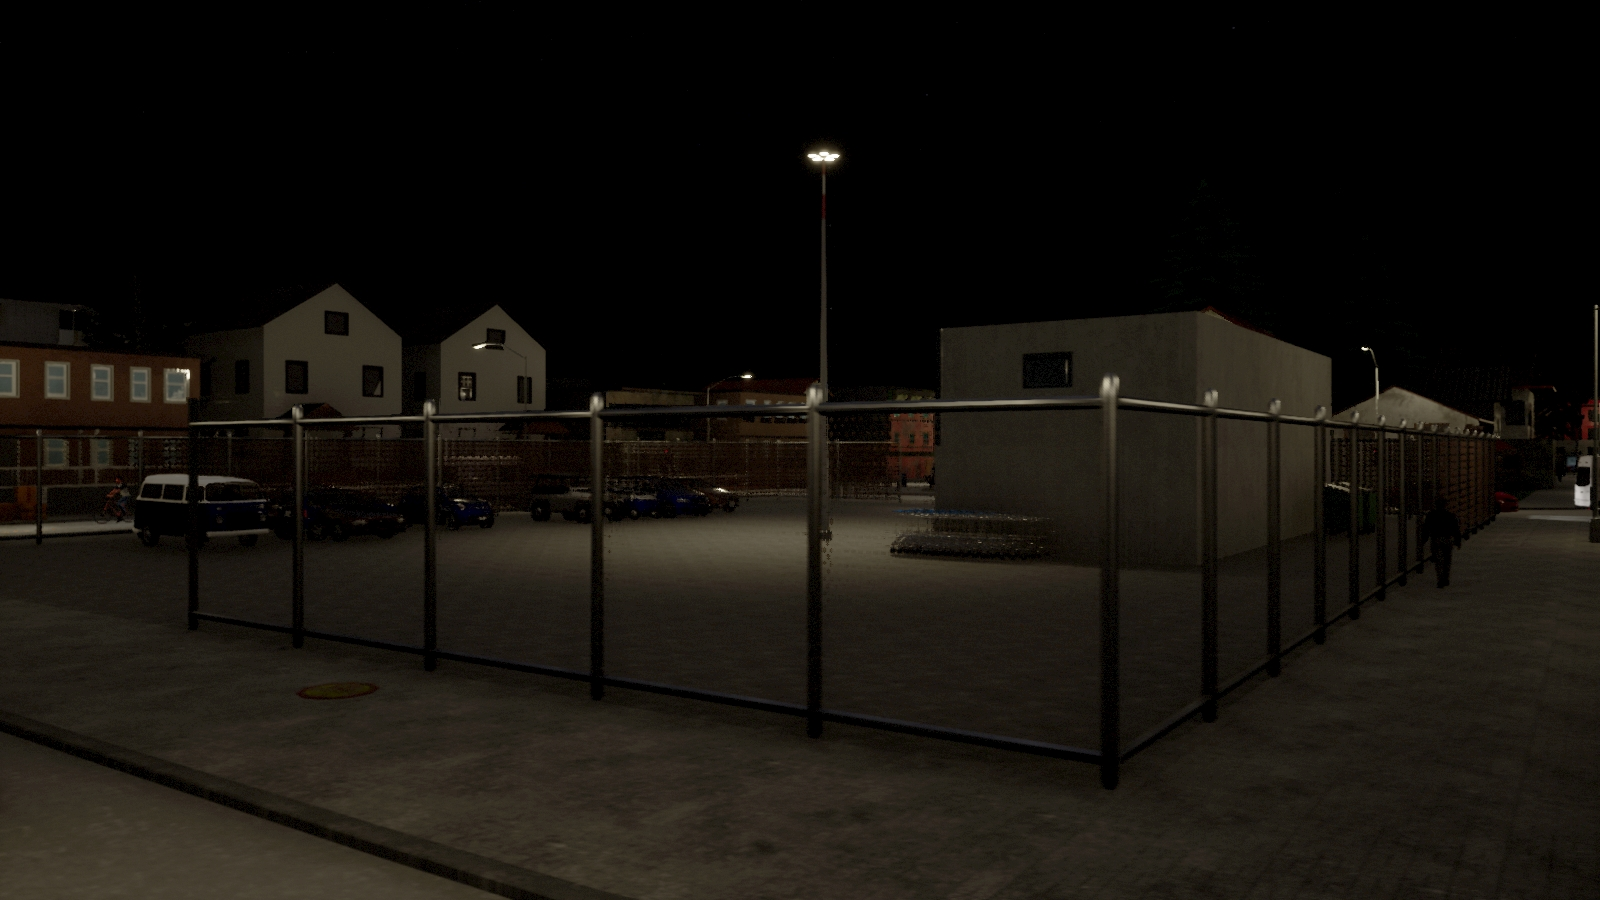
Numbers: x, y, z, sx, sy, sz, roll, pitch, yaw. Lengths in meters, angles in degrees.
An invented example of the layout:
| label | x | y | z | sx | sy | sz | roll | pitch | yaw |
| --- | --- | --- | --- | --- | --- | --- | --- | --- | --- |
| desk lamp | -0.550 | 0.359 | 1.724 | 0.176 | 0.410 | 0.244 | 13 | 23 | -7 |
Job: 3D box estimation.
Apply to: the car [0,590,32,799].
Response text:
| label | x | y | z | sx | sy | sz | roll | pitch | yaw |
| --- | --- | --- | --- | --- | --- | --- | --- | --- | --- |
| car | -8.381 | 1.843 | 9.131 | 4.792 | 1.488 | 2.163 | 0 | 0 | 35 |

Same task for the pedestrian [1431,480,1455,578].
| label | x | y | z | sx | sy | sz | roll | pitch | yaw |
| --- | --- | --- | --- | --- | --- | --- | --- | --- | --- |
| pedestrian | 12.442 | 1.521 | 22.109 | 0.375 | 1.860 | 0.375 | 0 | 0 | 35 |
